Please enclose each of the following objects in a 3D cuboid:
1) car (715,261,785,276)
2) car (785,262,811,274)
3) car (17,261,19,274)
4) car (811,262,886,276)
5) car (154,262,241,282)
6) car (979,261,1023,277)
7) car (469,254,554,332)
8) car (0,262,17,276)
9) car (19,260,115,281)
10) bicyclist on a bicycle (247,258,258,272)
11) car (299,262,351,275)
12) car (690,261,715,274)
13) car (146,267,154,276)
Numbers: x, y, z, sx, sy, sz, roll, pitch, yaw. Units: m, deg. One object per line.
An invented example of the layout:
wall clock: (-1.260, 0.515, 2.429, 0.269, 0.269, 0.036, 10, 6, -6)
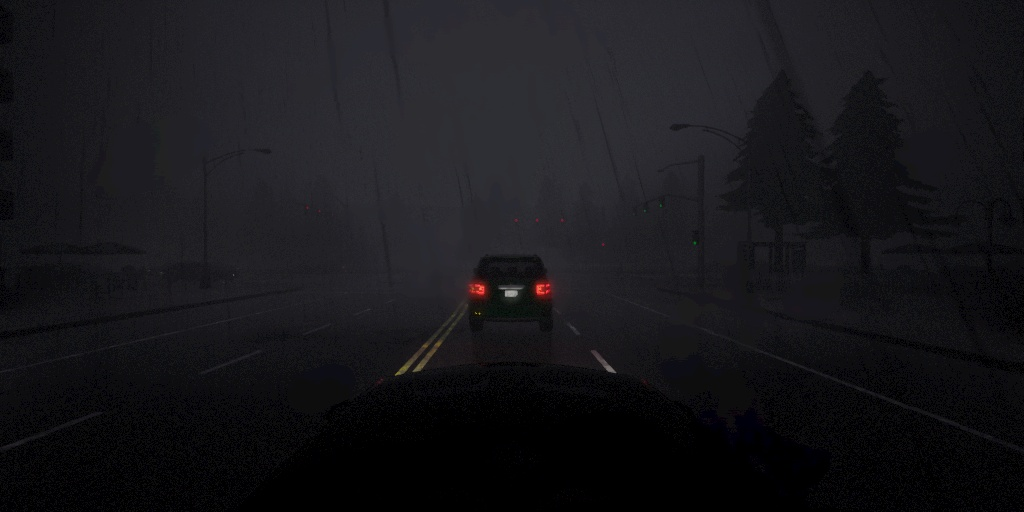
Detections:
car: (22.954, 1.186, 34.707, 4.902, 1.511, 2.128, 0, 0, 0)
car: (30.851, 1.295, 38.205, 4.718, 1.301, 1.895, 0, 0, 1)
car: (-37.455, 1.199, 30.134, 4.892, 1.490, 1.837, 0, 0, -6)
car: (32.762, 1.241, 34.701, 5.357, 1.411, 2.033, 0, 0, 1)
car: (-23.520, 1.199, 27.129, 4.892, 1.490, 1.837, 0, 0, -1)
car: (45.885, 1.185, 32.922, 4.902, 1.511, 2.128, 0, 0, 16)
car: (-0.018, 0.971, 11.060, 2.150, 2.045, 5.566, 0, 0, 0)
car: (-47.699, 1.172, 35.214, 5.008, 1.535, 1.882, 0, 0, -19)
car: (-32.998, 1.172, 26.954, 5.008, 1.535, 1.882, 0, 0, -2)
bicyclist on a bicycle: (-30.088, 0.995, 41.582, 0.582, 1.620, 1.656, 0, 0, 0)
car: (-19.789, 1.295, 37.885, 4.718, 1.301, 1.895, 0, 0, 0)
car: (21.507, 1.220, 38.202, 4.674, 1.442, 1.812, 0, 0, 0)
car: (-27.755, 1.242, 30.590, 5.357, 1.411, 2.033, 0, 0, -2)
